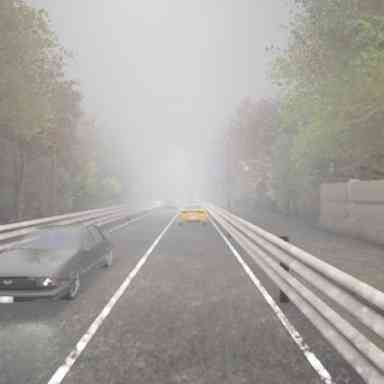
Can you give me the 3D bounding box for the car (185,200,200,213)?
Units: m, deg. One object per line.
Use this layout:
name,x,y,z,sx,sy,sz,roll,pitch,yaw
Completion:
car,0.084,1.828,43.433,1.882,1.535,5.008,0,-1,0

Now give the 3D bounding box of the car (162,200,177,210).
car,-3.336,1.968,49.863,1.837,1.490,4.892,0,-1,0

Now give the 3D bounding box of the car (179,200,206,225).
car,0.069,1.586,25.024,1.882,1.535,5.008,0,0,0

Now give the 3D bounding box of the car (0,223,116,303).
car,-3.350,1.556,8.636,2.033,1.411,5.357,0,0,0
